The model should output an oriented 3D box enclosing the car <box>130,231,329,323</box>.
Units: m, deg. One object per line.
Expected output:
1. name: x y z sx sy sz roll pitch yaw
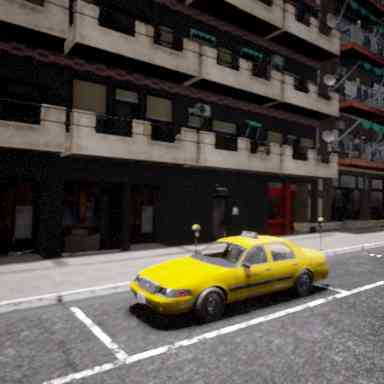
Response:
1. car: 1.071 1.581 7.306 4.829 1.417 1.752 1 1 -35
